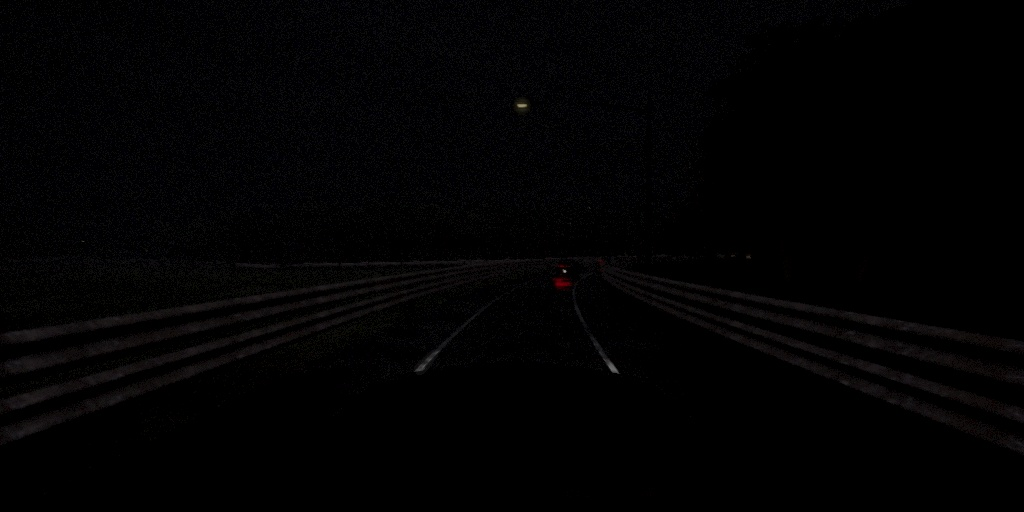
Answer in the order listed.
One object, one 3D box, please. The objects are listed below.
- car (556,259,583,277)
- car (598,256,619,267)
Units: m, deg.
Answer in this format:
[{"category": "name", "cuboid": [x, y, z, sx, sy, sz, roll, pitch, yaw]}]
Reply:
[{"category": "car", "cuboid": [5.241, 1.063, 32.775, 1.837, 1.490, 4.892, 0, 0, 18]}, {"category": "car", "cuboid": [14.298, 0.750, 52.687, 2.097, 1.767, 4.553, 1, 1, 30]}]
